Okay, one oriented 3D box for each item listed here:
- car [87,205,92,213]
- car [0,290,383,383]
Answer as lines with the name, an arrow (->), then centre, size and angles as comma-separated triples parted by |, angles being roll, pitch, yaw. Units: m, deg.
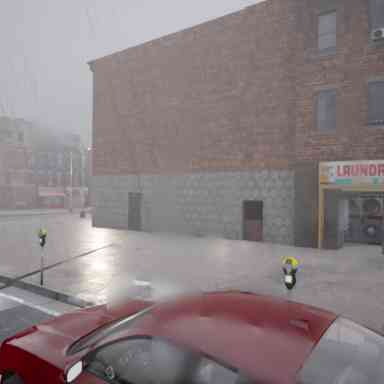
car -> -10.893, 1.911, 41.957 | 2.128, 1.511, 4.902 | 1, 0, 36
car -> 0.137, 1.544, 2.700 | 4.507, 1.381, 1.887 | 0, 1, 36
